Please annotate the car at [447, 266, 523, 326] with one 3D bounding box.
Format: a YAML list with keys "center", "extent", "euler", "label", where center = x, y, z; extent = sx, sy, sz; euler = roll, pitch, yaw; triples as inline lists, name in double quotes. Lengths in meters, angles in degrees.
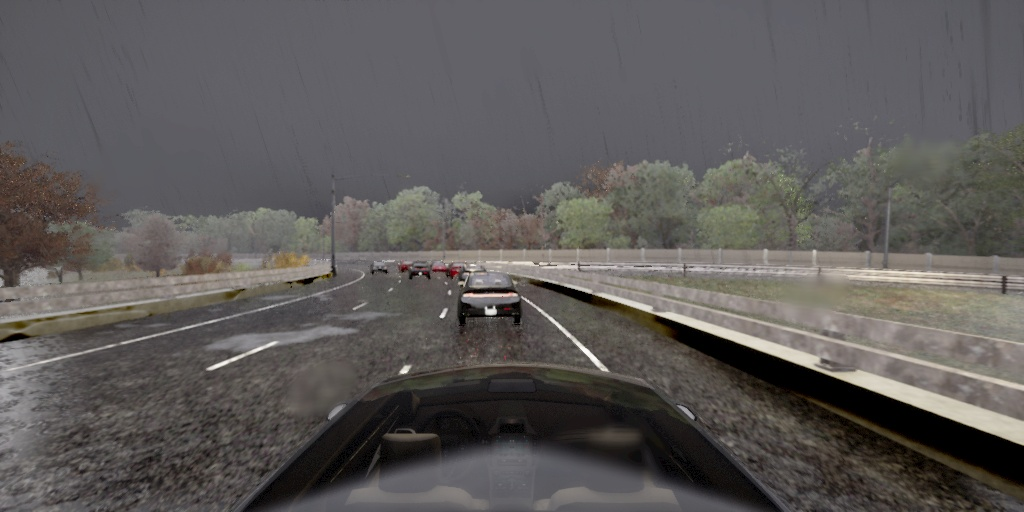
- center: [-0.779, 1.262, 11.858]
  extent: [2.128, 1.511, 4.902]
  euler: [0, 0, -5]
  label: "car"

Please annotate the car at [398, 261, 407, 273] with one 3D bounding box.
- center: [-13.429, 1.330, 45.929]
  extent: [1.882, 1.535, 5.008]
  euler: [0, 0, -24]
  label: "car"

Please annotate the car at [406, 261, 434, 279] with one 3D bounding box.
- center: [-8.701, 1.325, 33.645]
  extent: [1.837, 1.490, 4.892]
  euler: [0, -1, -17]
  label: "car"

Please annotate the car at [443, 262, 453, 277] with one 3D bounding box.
- center: [-5.025, 1.295, 33.545]
  extent: [1.882, 1.535, 5.008]
  euler: [0, 0, -16]
  label: "car"

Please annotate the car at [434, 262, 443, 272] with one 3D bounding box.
- center: [-9.632, 1.412, 46.039]
  extent: [1.994, 1.385, 4.181]
  euler: [0, 0, -23]
  label: "car"

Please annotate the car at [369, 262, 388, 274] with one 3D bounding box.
- center: [-16.460, 1.402, 44.229]
  extent: [2.033, 1.411, 5.357]
  euler: [0, 0, -24]
  label: "car"

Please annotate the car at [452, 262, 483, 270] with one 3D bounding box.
- center: [-2.648, 1.286, 23.955]
  extent: [2.128, 1.511, 4.902]
  euler: [0, 0, -11]
  label: "car"
